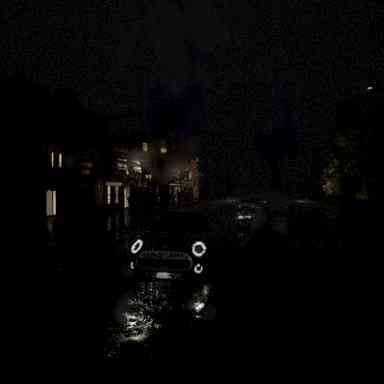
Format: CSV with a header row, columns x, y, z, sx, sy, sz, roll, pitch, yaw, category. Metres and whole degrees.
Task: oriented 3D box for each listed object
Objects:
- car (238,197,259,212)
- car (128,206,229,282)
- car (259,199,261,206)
x,y,z,sx,sy,sz,roll,pitch,yaw,category
6.381,1.536,38.253,1.812,1.442,4.674,0,0,13,car
-0.174,1.345,9.914,2.097,1.767,4.553,0,0,13,car
10.397,1.529,55.642,1.812,1.442,4.674,0,0,13,car
